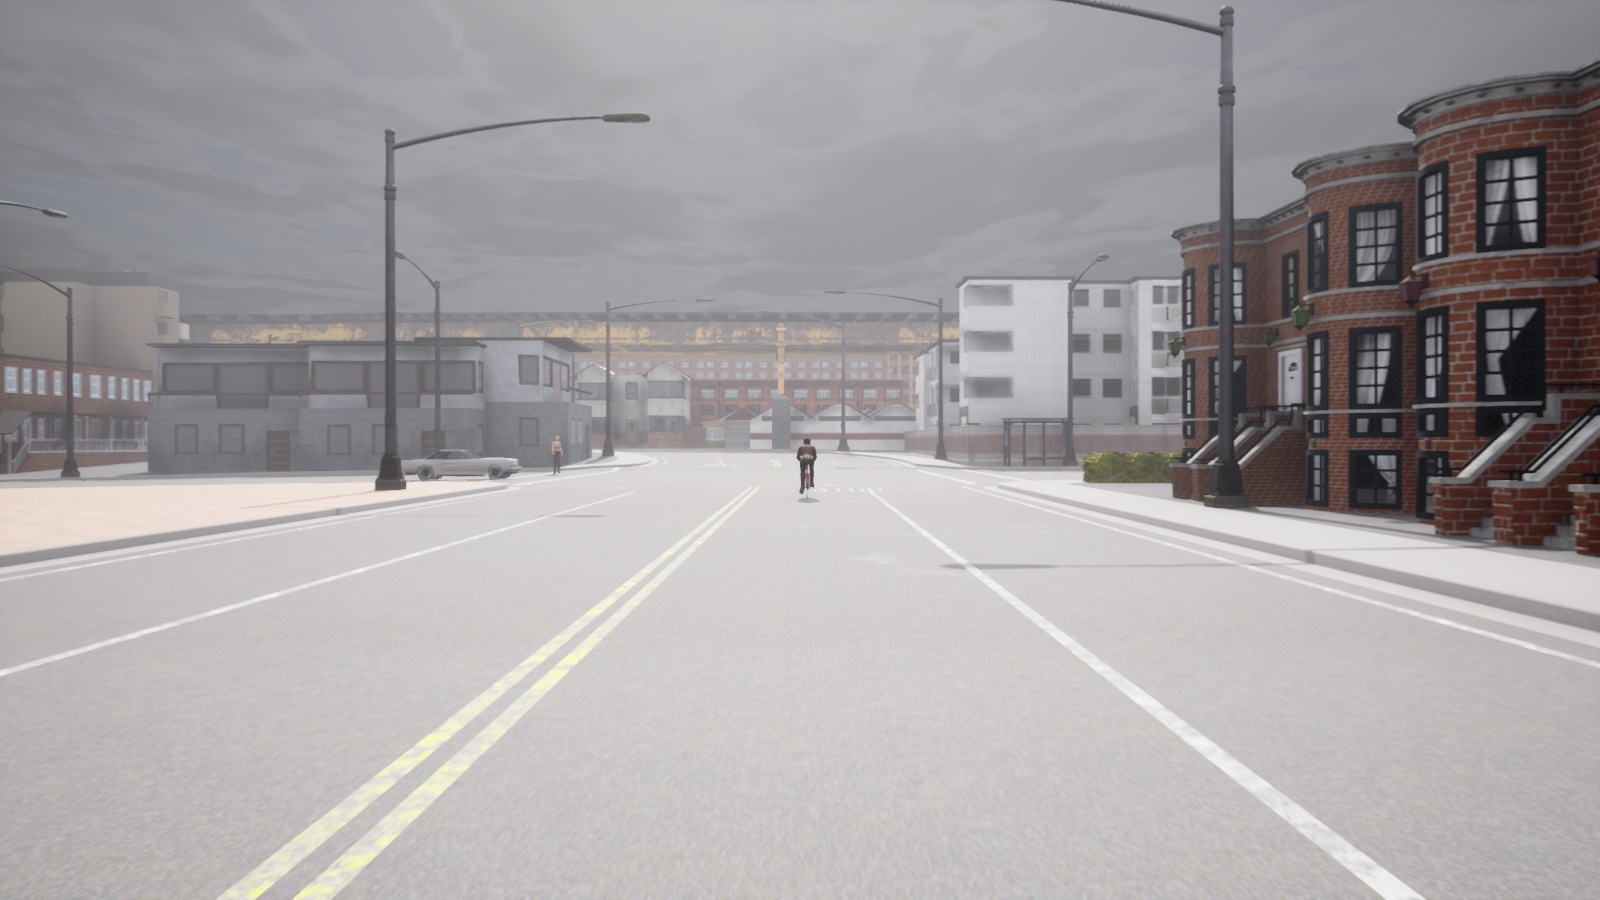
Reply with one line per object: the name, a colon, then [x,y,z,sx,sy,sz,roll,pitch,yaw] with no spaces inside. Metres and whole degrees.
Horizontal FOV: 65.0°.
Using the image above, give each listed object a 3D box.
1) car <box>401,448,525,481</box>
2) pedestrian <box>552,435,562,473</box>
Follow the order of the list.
car: [-14.180,0.599,53.015,4.718,1.301,1.895,0,0,-1]
pedestrian: [-11.710,0.182,60.434,0.345,1.836,0.594,0,0,-24]
